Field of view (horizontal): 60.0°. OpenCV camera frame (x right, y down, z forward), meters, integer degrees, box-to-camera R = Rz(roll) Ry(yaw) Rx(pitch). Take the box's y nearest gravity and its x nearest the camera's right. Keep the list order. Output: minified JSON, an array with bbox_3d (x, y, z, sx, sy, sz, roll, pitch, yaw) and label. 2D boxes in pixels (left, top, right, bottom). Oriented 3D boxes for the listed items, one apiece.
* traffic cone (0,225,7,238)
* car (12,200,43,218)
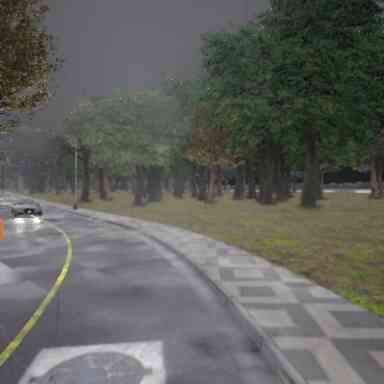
[{"bbox_3d":[-8.777,1.836,15.419,0.340,0.580,0.340,0,1,-27],"label":"traffic cone"},{"bbox_3d":[-13.632,1.322,27.397,1.994,1.385,4.181,0,1,-33],"label":"car"}]
